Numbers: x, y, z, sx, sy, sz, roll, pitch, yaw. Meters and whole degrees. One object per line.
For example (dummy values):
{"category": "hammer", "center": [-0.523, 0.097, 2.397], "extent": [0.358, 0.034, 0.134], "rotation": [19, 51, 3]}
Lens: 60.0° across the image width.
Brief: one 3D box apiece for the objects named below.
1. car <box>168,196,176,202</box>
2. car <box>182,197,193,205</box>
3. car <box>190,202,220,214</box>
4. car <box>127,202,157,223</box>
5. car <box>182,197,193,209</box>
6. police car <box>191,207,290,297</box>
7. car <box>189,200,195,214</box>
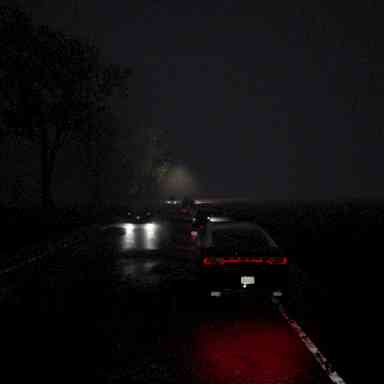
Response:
{"category": "car", "center": [-4.910, 1.685, 82.309], "extent": [1.895, 1.301, 4.718], "rotation": [0, 0, -2]}
{"category": "car", "center": [-0.820, 1.613, 61.895], "extent": [1.994, 1.385, 4.181], "rotation": [0, 0, -1]}
{"category": "car", "center": [0.942, 1.511, 18.631], "extent": [1.837, 1.490, 4.892], "rotation": [0, 0, -1]}
{"category": "car", "center": [-3.786, 1.535, 25.625], "extent": [1.812, 1.442, 4.674], "rotation": [0, 0, -1]}
{"category": "car", "center": [-0.478, 1.631, 46.929], "extent": [1.895, 1.301, 4.718], "rotation": [0, 0, -1]}
{"category": "police car", "center": [1.015, 1.426, 8.732], "extent": [1.930, 1.638, 5.238], "rotation": [0, 0, 0]}
{"category": "car", "center": [0.881, 1.535, 24.637], "extent": [1.812, 1.442, 4.674], "rotation": [0, 0, -1]}
